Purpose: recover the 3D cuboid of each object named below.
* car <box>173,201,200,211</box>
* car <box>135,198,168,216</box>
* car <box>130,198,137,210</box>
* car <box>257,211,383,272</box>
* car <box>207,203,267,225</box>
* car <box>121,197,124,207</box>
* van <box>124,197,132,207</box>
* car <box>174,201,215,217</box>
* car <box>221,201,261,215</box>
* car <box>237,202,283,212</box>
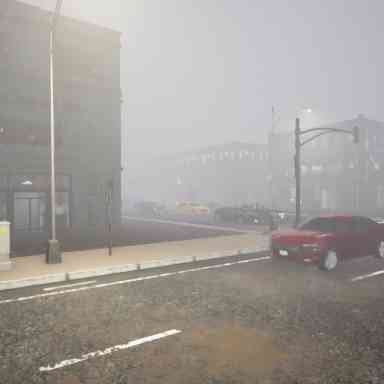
[{"bbox_3d":[-0.805,1.965,47.324,1.802,1.307,4.206,-2,0,-35],"label":"car"},{"bbox_3d":[-4.433,1.846,37.956,1.967,1.590,4.097,-1,0,-35],"label":"car"},{"bbox_3d":[-6.105,1.930,44.821,1.882,1.535,5.008,-1,0,-35],"label":"car"},{"bbox_3d":[4.663,1.475,10.998,5.008,1.535,1.882,0,0,-35],"label":"car"},{"bbox_3d":[3.510,1.814,26.575,1.947,1.339,4.313,-1,0,-35],"label":"car"},{"bbox_3d":[-13.639,1.939,65.370,2.192,1.841,5.009,-1,0,-35],"label":"car"},{"bbox_3d":[-10.431,1.906,60.859,1.690,1.788,3.998,-1,0,-35],"label":"van"},{"bbox_3d":[-0.111,1.814,36.372,1.882,1.535,5.008,-1,0,-36],"label":"car"},{"bbox_3d":[5.606,1.809,38.301,2.008,1.369,4.403,-2,0,-35],"label":"car"},{"bbox_3d":[5.686,1.713,28.208,2.128,1.511,4.902,-1,0,-35],"label":"car"}]
